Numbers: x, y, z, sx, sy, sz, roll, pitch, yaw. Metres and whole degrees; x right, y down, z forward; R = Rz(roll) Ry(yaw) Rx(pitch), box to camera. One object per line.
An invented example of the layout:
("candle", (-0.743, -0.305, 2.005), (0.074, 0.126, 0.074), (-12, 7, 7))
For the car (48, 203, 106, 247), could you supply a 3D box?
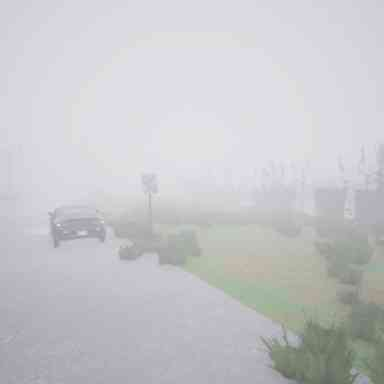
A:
("car", (-4.722, 1.189, 13.438), (1.812, 1.442, 4.674), (-2, 2, -25))
